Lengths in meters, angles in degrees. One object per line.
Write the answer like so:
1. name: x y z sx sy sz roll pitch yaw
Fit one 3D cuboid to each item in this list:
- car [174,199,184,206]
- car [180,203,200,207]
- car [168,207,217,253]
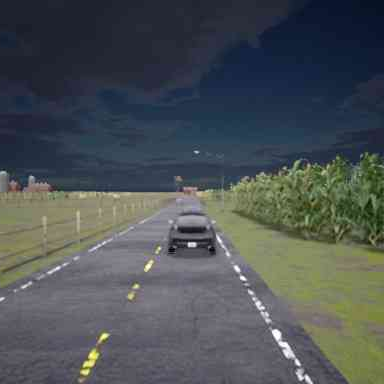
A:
1. car: -2.744 2.132 70.979 1.812 1.442 4.674 0 0 0
2. car: 0.004 1.865 29.103 1.895 1.301 4.718 0 0 0
3. car: 0.006 1.641 14.305 1.837 1.490 4.892 0 0 0
